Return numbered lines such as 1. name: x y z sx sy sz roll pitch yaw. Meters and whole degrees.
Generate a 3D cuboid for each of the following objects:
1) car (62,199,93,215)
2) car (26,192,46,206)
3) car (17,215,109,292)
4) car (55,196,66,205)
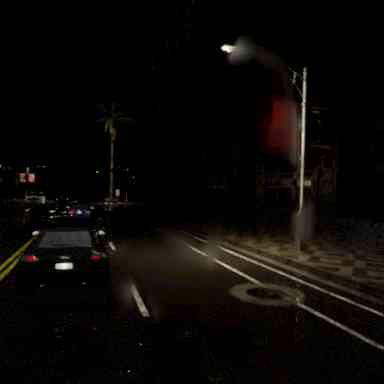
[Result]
1. car: -8.960 1.536 26.602 2.033 1.411 5.357 2 -1 -18
2. car: -23.305 1.012 49.837 2.150 2.045 5.566 2 -1 -18
3. car: -3.340 1.551 9.022 1.994 1.385 4.181 2 0 -18
4. car: -21.380 1.431 54.474 1.812 1.442 4.674 2 -1 -19
